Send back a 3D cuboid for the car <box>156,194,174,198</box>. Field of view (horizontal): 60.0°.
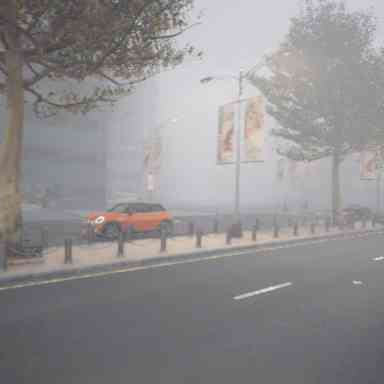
[{"bbox_3d":[-7.142,1.287,87.689,5.008,1.535,1.882,2,0,25],"label":"car"}]

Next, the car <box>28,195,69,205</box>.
[{"bbox_3d":[-17.154,0.844,39.935,4.674,1.452,2.002,2,0,-41],"label":"car"}]

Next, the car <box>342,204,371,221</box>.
[{"bbox_3d":[15.960,1.946,32.870,4.902,1.511,2.128,2,0,-40],"label":"car"}]

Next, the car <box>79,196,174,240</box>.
[{"bbox_3d":[-3.176,1.265,16.553,4.553,1.767,2.097,2,0,-41],"label":"car"}]
